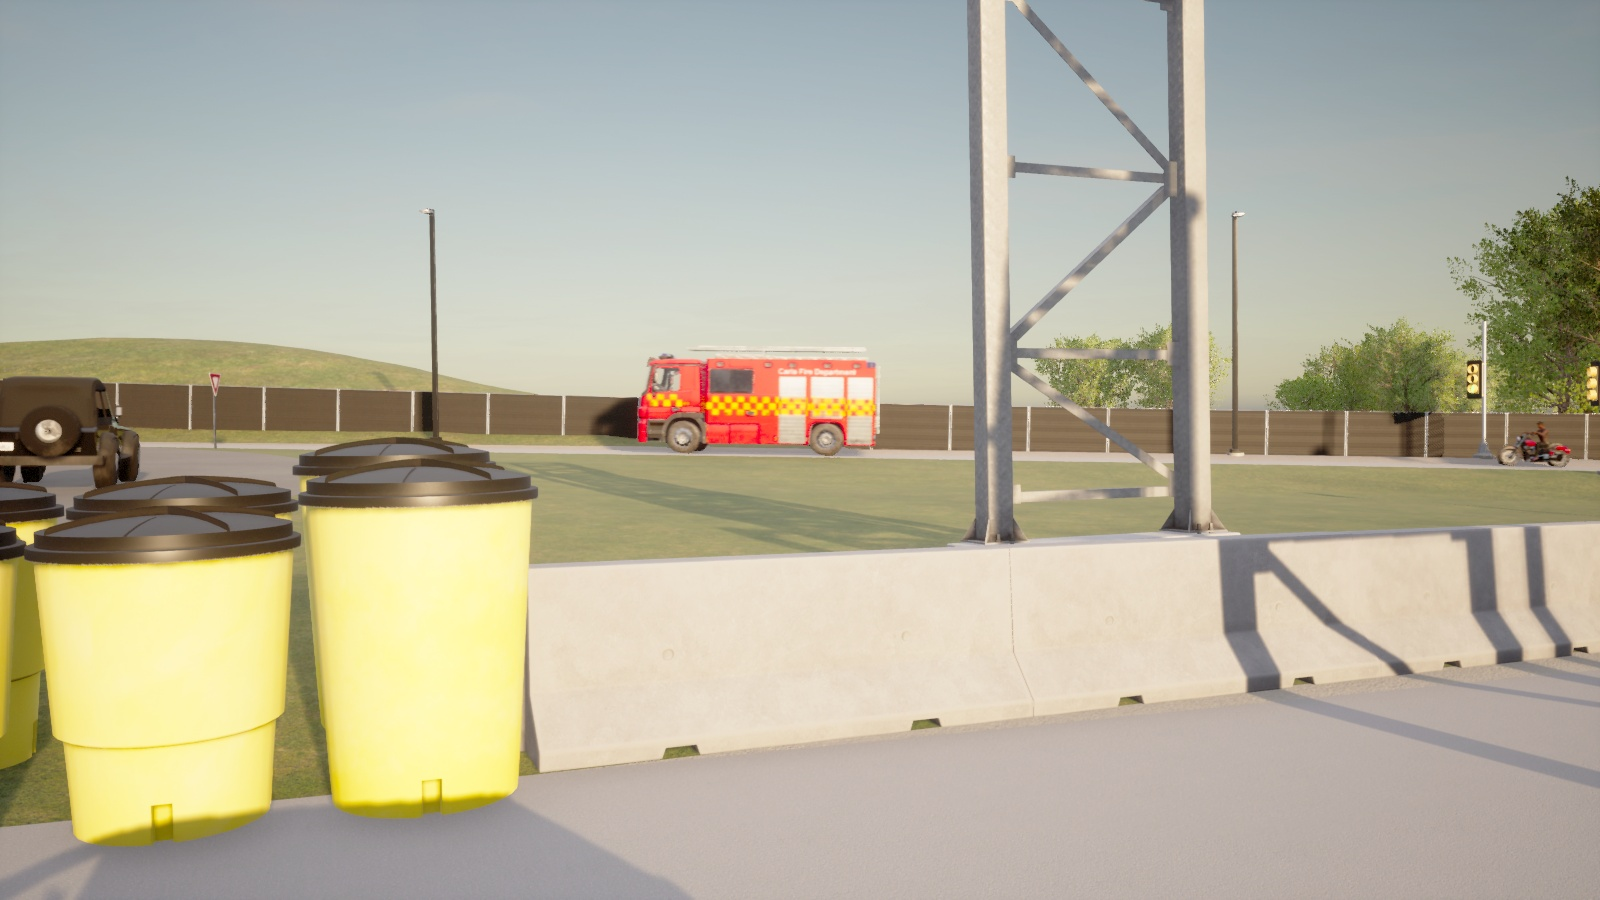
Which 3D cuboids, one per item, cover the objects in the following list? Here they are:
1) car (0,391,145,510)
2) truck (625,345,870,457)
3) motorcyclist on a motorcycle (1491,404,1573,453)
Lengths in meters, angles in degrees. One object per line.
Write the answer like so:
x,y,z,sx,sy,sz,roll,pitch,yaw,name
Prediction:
-12.851,-0.048,21.973,1.905,1.878,3.866,-1,2,-20,car
-1.773,-1.728,45.021,8.468,3.827,2.891,0,2,4,truck
25.156,-0.741,43.184,2.350,1.649,0.766,0,2,4,motorcyclist on a motorcycle
